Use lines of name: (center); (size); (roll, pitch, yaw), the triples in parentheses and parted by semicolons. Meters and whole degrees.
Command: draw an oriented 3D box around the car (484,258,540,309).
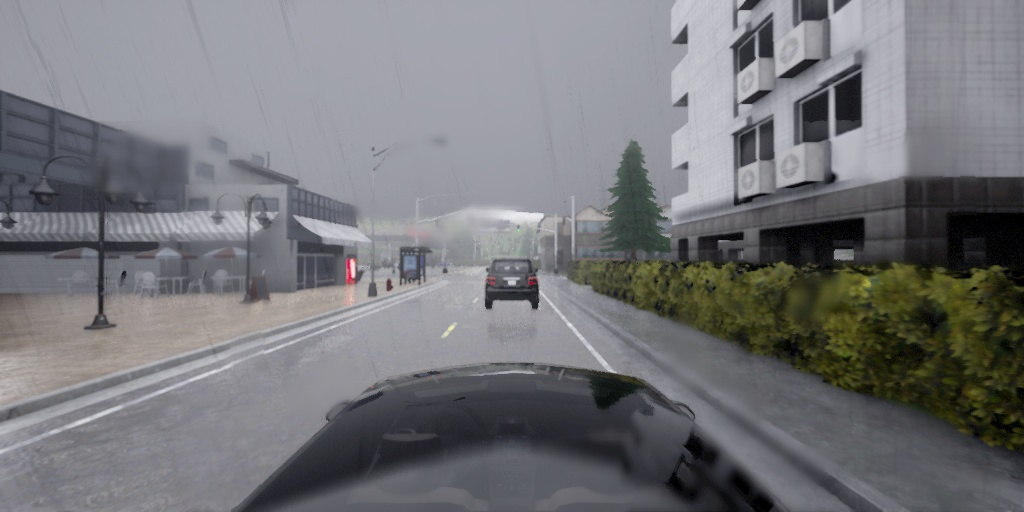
car: (-0.002, 1.101, 15.878); (2.150, 2.045, 5.566); (0, 0, 0)
